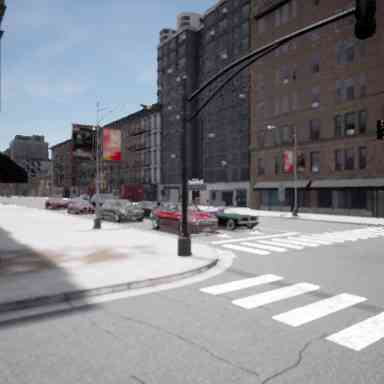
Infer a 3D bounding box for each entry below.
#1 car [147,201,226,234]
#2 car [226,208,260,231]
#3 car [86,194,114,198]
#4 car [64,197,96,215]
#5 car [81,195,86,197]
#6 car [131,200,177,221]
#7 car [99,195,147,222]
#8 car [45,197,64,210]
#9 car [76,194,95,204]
[{"bbox_3d":[-0.456,1.402,19.391,2.097,1.767,4.553,0,0,-36],"label":"car"},{"bbox_3d":[2.090,1.660,21.413,1.895,1.301,4.718,0,0,-36],"label":"car"},{"bbox_3d":[-9.594,1.219,37.416,2.150,2.045,5.566,0,0,-36],"label":"car"},{"bbox_3d":[-11.447,1.556,34.457,1.994,1.385,4.181,0,0,-36],"label":"car"},{"bbox_3d":[-15.689,1.514,45.834,2.033,1.411,5.357,0,0,-36],"label":"car"},{"bbox_3d":[-3.402,1.535,28.933,1.837,1.490,4.892,0,0,-36],"label":"car"},{"bbox_3d":[-5.581,1.375,26.410,2.097,1.767,4.553,0,0,-36],"label":"car"},{"bbox_3d":[-17.397,1.439,42.641,1.882,1.535,5.008,0,0,-36],"label":"car"},{"bbox_3d":[-20.360,1.294,63.501,2.097,1.767,4.553,0,0,-36],"label":"car"}]
